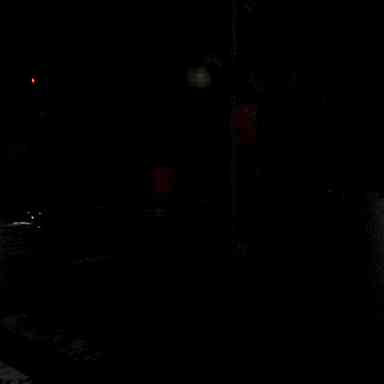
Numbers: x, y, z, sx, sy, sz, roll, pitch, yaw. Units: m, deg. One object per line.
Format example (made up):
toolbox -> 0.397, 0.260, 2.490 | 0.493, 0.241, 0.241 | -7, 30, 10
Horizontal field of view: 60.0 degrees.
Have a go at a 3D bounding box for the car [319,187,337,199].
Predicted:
car -> 24.948, 0.106, 61.049 | 2.150, 2.045, 5.566 | 0, 1, 35

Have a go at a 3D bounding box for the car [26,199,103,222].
car -> -8.988, 1.249, 24.050 | 2.033, 1.411, 5.357 | 0, 1, 35

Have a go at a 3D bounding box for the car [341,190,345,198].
car -> 28.200, 0.379, 60.022 | 1.837, 1.490, 4.892 | 0, 1, 34

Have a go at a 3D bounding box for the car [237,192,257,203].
car -> 7.456, 0.757, 47.571 | 2.033, 1.411, 5.357 | 0, 1, 35

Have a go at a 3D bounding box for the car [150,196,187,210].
car -> -2.289, 1.060, 33.644 | 1.994, 1.385, 4.181 | 0, 1, 36
